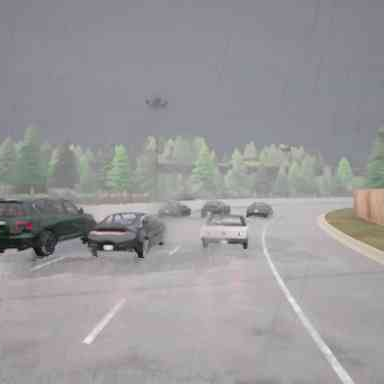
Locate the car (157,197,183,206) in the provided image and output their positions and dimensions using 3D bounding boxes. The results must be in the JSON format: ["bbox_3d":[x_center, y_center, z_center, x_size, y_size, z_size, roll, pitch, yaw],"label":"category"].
[{"bbox_3d":[-3.763,1.613,57.869,1.882,1.535,5.008,0,0,32],"label":"car"}]

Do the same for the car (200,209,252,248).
[{"bbox_3d":[1.633,1.648,15.009,1.895,1.301,4.718,0,0,10],"label":"car"}]

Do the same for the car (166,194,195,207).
[{"bbox_3d":[-1.813,1.355,54.426,2.150,2.045,5.566,0,0,31],"label":"car"}]

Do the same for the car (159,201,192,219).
[{"bbox_3d":[-1.472,1.637,30.288,1.994,1.385,4.181,0,0,19],"label":"car"}]

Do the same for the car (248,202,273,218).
[{"bbox_3d":[6.495,1.676,31.666,1.994,1.385,4.181,0,0,21],"label":"car"}]

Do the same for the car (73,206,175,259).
[{"bbox_3d":[-2.256,1.515,12.706,2.128,1.511,4.902,0,0,8],"label":"car"}]

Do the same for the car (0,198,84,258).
[{"bbox_3d":[-5.768,1.230,13.082,2.150,2.045,5.566,0,0,8],"label":"car"}]

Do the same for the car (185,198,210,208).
[{"bbox_3d":[0.932,1.667,52.232,1.812,1.442,4.674,0,0,31],"label":"car"}]

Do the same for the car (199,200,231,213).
[{"bbox_3d":[2.277,1.595,30.452,1.837,1.490,4.892,0,0,20],"label":"car"}]
